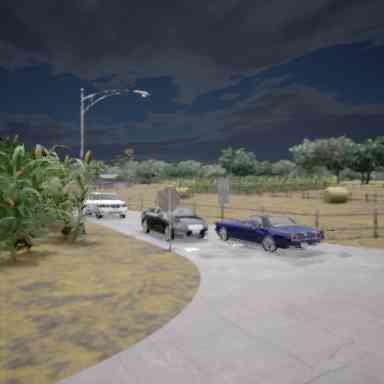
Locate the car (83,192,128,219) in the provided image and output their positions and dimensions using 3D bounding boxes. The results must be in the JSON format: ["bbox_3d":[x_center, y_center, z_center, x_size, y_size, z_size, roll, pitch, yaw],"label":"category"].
[{"bbox_3d":[-7.056,1.025,27.141,2.150,2.045,5.566,0,0,-30],"label":"car"}]

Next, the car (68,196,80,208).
[{"bbox_3d":[-14.041,1.194,39.533,1.994,1.385,4.181,0,1,-29],"label":"car"}]

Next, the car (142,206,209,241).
[{"bbox_3d":[-0.968,1.408,16.326,2.128,1.511,4.902,0,0,-28],"label":"car"}]

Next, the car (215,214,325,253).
[{"bbox_3d":[2.899,1.560,13.648,1.895,1.301,4.718,0,1,-29],"label":"car"}]
